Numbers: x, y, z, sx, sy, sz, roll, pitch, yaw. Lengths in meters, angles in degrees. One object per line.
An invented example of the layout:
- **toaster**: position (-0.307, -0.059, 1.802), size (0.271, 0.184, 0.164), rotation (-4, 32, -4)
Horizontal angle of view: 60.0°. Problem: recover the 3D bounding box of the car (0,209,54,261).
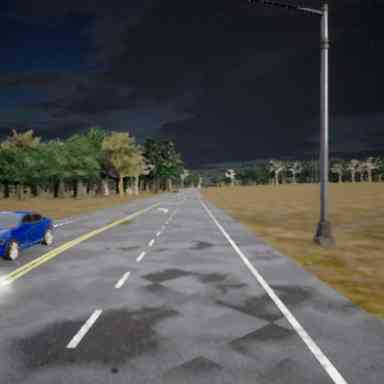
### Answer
- **car**: position (-6.776, 1.450, 12.300), size (1.882, 1.535, 5.008), rotation (0, 0, -3)
